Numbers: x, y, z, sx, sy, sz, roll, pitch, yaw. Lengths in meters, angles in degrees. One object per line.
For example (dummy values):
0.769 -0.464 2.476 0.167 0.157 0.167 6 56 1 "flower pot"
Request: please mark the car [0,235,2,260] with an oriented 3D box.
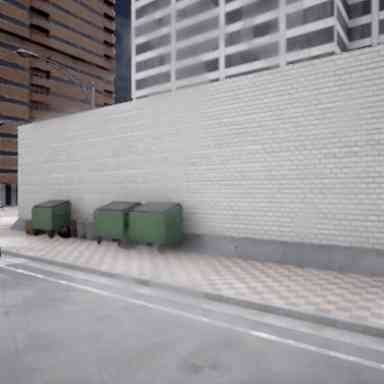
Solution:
-7.481 1.227 9.264 5.566 2.045 2.150 0 0 36 "car"
